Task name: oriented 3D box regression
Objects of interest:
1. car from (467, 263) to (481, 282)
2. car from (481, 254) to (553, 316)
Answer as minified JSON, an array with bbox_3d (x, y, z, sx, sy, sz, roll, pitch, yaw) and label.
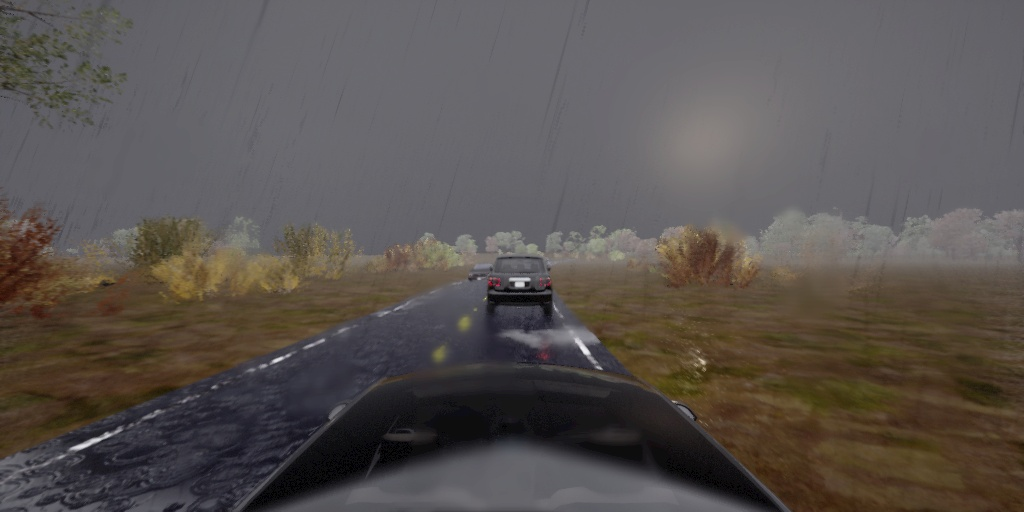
[{"bbox_3d":[-2.195,1.266,28.517,2.033,1.411,5.357,0,0,4],"label":"car"},{"bbox_3d":[0.309,0.959,13.550,2.150,2.045,5.566,0,0,2],"label":"car"}]
